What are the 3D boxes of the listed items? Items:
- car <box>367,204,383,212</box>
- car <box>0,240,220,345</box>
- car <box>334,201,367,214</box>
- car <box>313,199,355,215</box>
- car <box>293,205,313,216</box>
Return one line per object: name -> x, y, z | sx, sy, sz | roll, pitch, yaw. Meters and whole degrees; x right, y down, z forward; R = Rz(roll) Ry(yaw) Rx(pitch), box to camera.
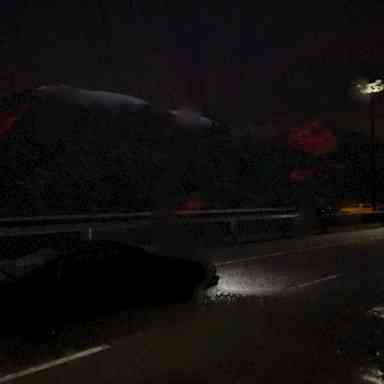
car -> 20.884, 2.092, 34.931 | 4.181, 1.385, 1.994 | 0, -1, -28
car -> -1.877, 1.724, 6.773 | 5.357, 1.411, 2.033 | 0, -2, -40
car -> 19.042, 2.091, 37.916 | 5.008, 1.535, 1.882 | 0, -2, -28
car -> 18.262, 1.921, 41.465 | 5.566, 2.045, 2.150 | 0, -2, -27
car -> 15.415, 2.350, 43.909 | 4.181, 1.385, 1.994 | 0, -1, -28
